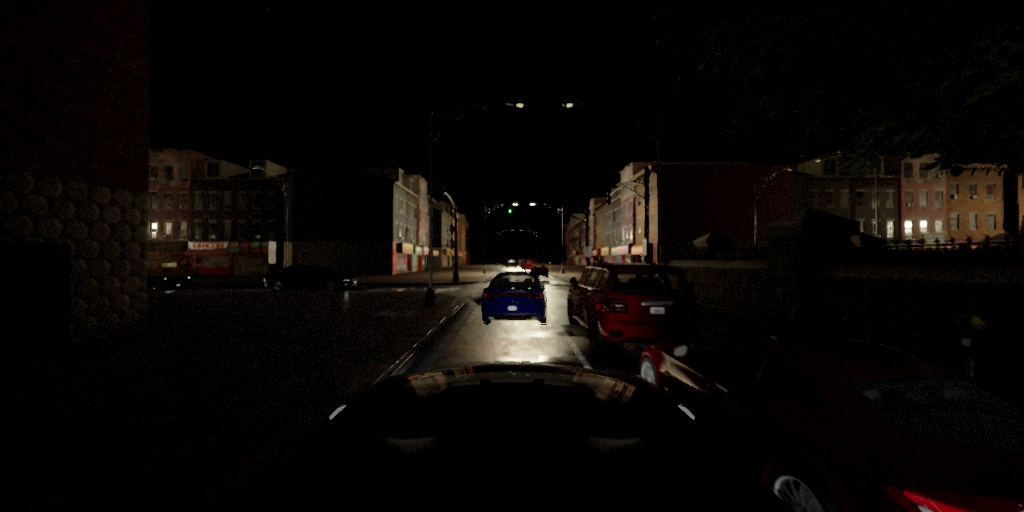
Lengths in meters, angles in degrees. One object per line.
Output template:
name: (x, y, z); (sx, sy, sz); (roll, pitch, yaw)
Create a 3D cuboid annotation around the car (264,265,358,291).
car: (-11.357, 1.262, 20.446); (4.892, 1.490, 1.837); (0, -1, 0)

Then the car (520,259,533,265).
car: (2.555, 1.442, 51.636); (1.888, 1.381, 4.507); (0, 0, 0)

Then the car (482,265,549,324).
car: (0.225, 1.248, 12.110); (1.882, 1.535, 5.008); (0, 0, 5)

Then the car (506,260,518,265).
car: (-0.098, 1.450, 65.263); (2.128, 1.511, 4.902); (0, 0, 0)

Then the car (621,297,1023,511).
car: (2.637, 1.335, 3.446); (1.802, 1.307, 4.207); (0, 0, 0)

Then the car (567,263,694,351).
car: (2.628, 1.078, 8.895); (2.192, 1.841, 5.009); (0, 0, 0)

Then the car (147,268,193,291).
car: (-21.171, 1.346, 20.394); (4.718, 1.301, 1.895); (0, -1, 0)

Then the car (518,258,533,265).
car: (2.545, 1.235, 57.073); (2.192, 1.841, 5.009); (0, 0, 0)

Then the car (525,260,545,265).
car: (2.583, 1.380, 35.324); (1.888, 1.381, 4.507); (0, 0, 0)
